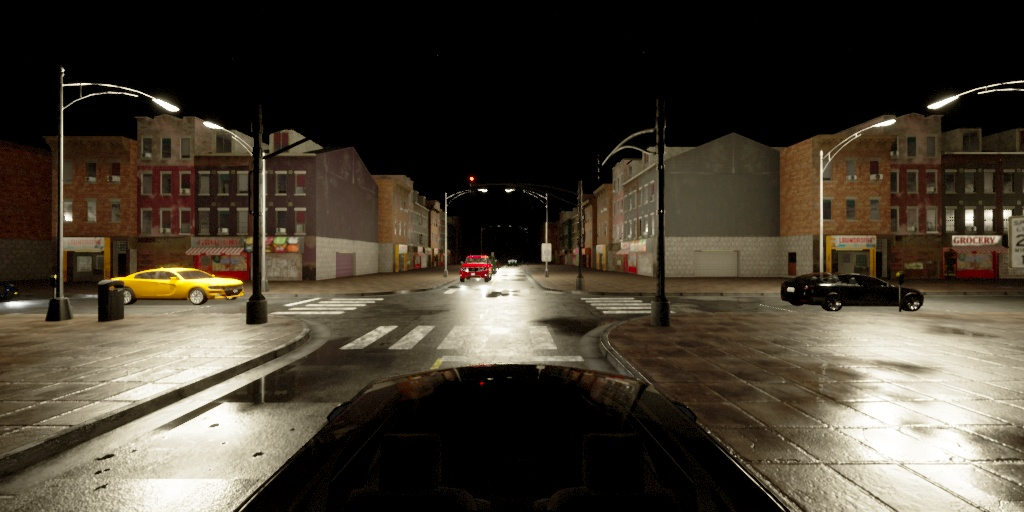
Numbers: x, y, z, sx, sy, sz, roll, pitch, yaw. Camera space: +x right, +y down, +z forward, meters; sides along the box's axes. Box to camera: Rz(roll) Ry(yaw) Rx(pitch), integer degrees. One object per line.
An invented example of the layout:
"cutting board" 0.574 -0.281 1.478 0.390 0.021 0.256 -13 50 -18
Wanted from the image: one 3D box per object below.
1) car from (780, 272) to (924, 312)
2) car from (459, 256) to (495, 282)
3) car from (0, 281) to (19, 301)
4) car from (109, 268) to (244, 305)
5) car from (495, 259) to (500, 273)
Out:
"car" 12.357 1.266 13.210 4.313 1.339 1.948 0 0 0
"car" -2.825 0.983 28.991 2.150 2.045 5.566 0 0 1
"car" -24.792 1.391 15.788 4.181 1.385 1.994 0 0 0
"car" -14.589 1.270 15.759 5.008 1.535 1.882 0 0 2
"car" -2.819 0.989 39.978 2.150 2.045 5.566 0 0 1
